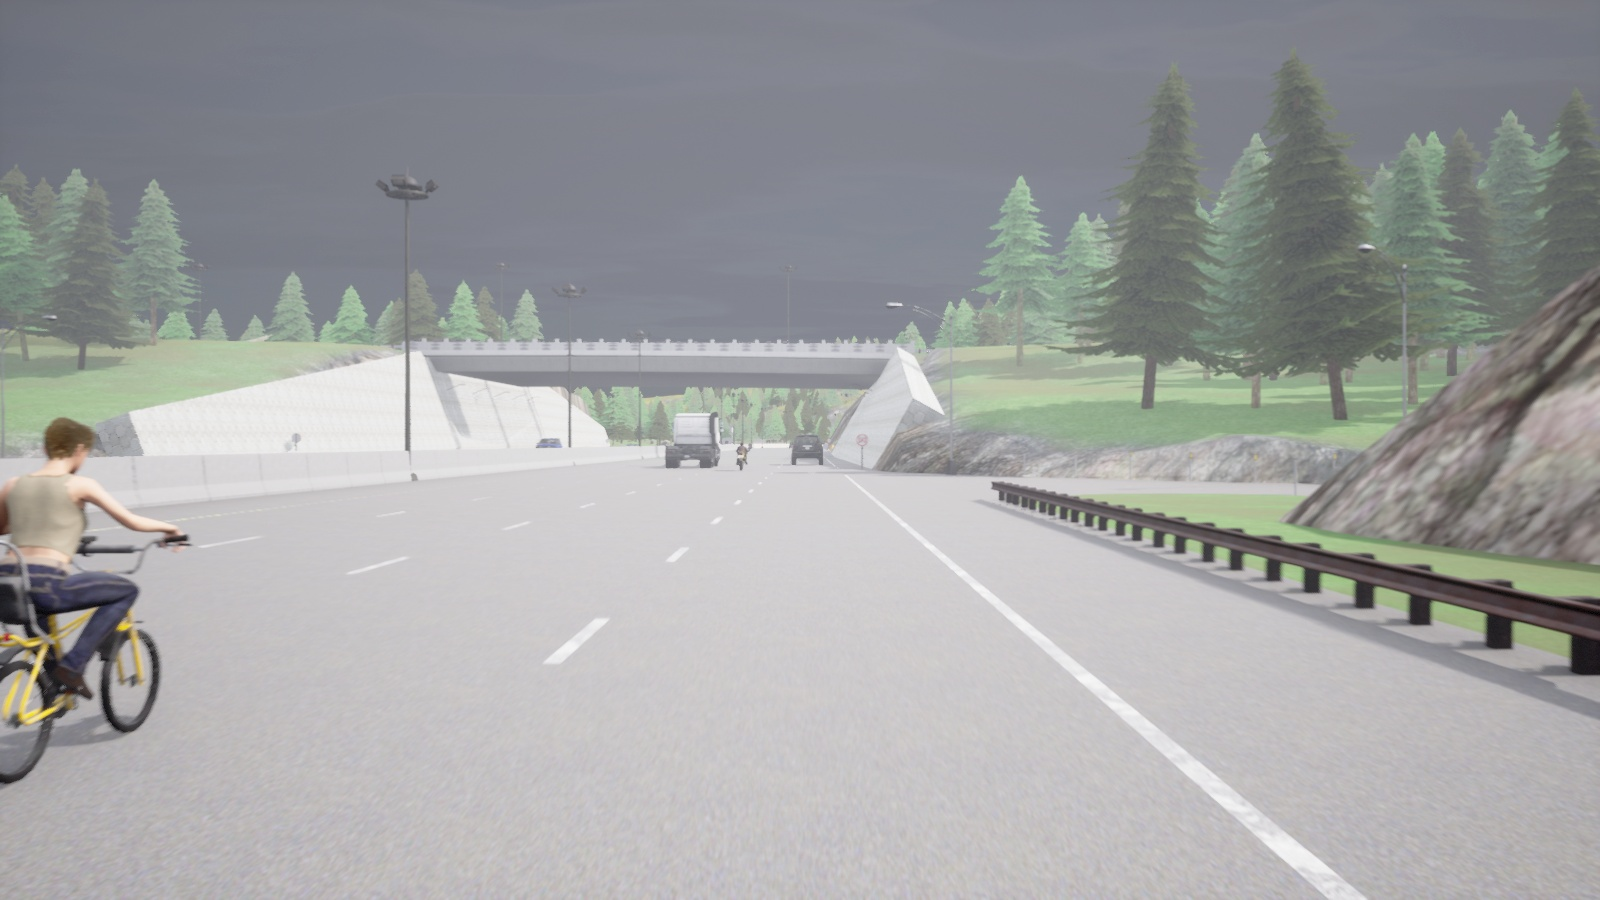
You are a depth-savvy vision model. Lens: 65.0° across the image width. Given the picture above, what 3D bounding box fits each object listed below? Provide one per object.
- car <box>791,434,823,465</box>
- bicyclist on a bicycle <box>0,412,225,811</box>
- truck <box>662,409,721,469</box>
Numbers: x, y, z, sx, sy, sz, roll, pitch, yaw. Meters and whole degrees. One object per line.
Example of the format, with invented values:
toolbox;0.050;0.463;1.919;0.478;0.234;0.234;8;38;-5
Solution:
car;0.507;-0.030;86.527;2.150;2.045;5.566;0;0;0
bicyclist on a bicycle;-3.446;0.647;5.824;0.866;1.612;1.509;0;0;0
truck;-6.548;-0.680;76.747;2.891;3.462;7.936;0;0;0
